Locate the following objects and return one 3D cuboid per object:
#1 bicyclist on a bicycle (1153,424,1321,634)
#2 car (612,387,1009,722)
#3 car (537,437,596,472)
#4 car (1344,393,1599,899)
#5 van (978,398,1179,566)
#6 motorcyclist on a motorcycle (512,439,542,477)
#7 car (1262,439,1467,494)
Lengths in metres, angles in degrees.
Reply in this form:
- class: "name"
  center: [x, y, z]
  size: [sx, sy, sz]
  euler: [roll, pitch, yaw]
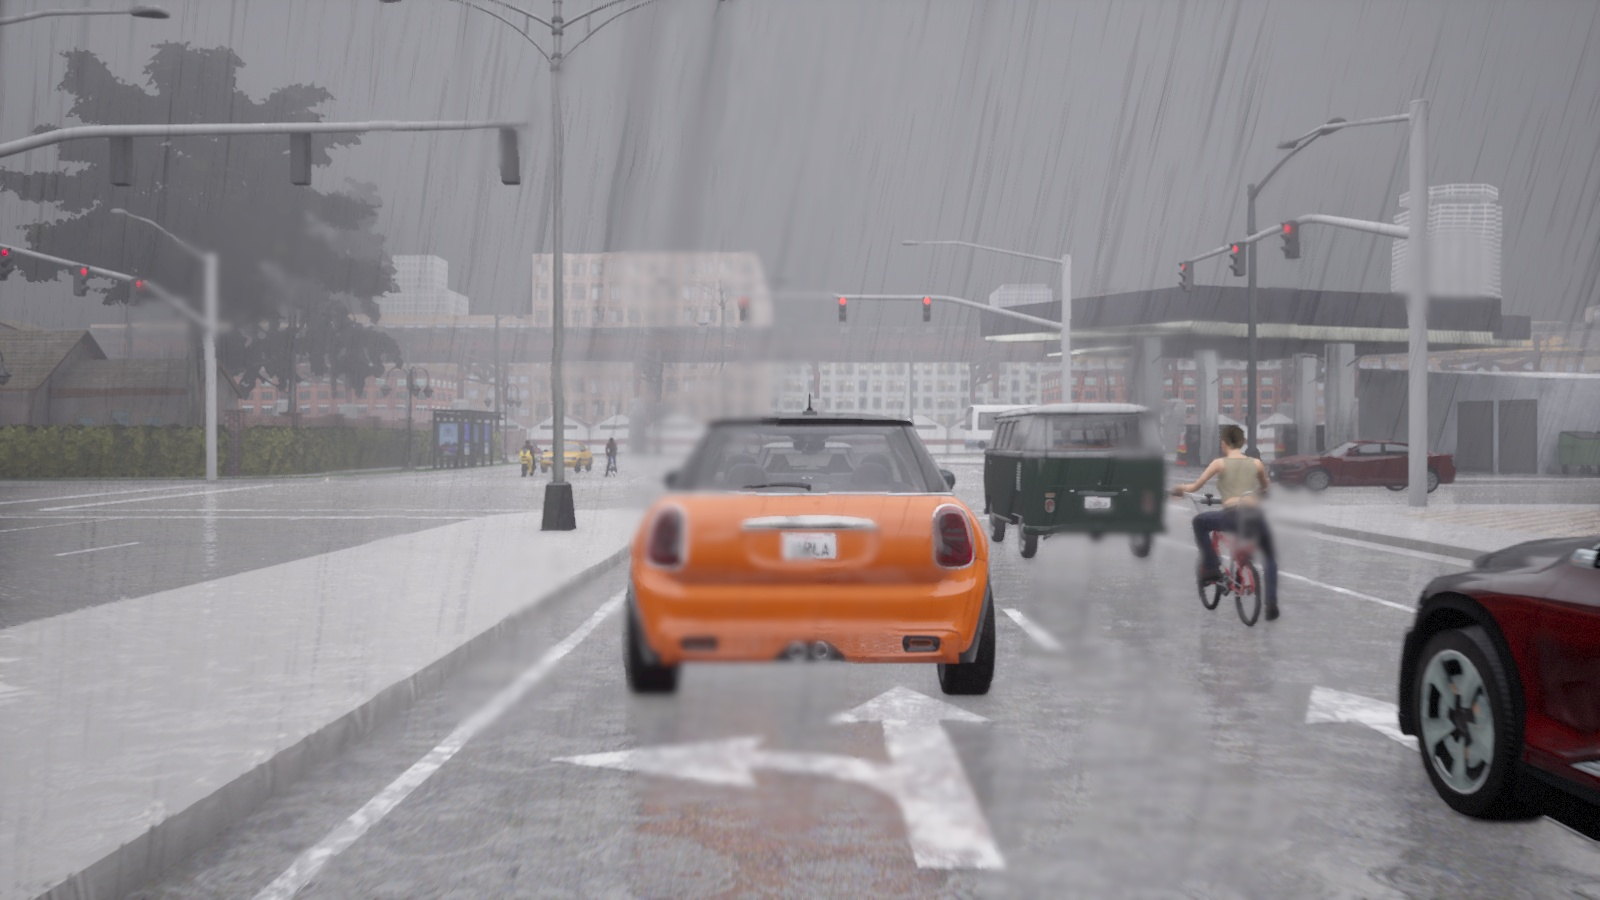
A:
- class: "bicyclist on a bicycle"
  center: [3.575, 0.602, 10.418]
  size: [0.866, 1.612, 1.509]
  euler: [0, 0, 0]
- class: "car"
  center: [0.065, 0.533, 8.911]
  size: [2.097, 1.767, 4.553]
  euler: [0, 0, 0]
- class: "car"
  center: [-11.144, 0.193, 60.242]
  size: [1.801, 1.575, 5.366]
  euler: [0, 0, 0]
- class: "car"
  center: [3.534, 0.651, 3.422]
  size: [2.033, 1.649, 4.856]
  euler: [0, 0, 1]
- class: "van"
  center: [3.613, 0.364, 17.122]
  size: [1.775, 1.987, 4.442]
  euler: [0, 0, 0]
- class: "motorcyclist on a motorcycle"
  center: [-11.209, 0.305, 51.677]
  size: [0.797, 1.523, 2.044]
  euler: [0, 0, 0]
- class: "car"
  center: [16.030, 0.449, 35.844]
  size: [5.008, 1.535, 1.882]
  euler: [0, 0, -2]
